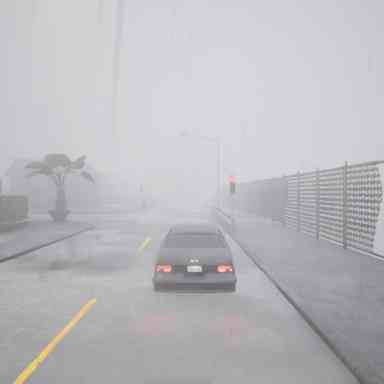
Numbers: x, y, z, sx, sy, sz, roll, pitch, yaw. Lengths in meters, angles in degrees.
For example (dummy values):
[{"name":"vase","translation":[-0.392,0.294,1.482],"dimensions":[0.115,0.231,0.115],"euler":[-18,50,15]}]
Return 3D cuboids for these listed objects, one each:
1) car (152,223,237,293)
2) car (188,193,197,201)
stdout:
[{"name":"car","translation":[0.072,1.547,8.996],"dimensions":[2.033,1.411,5.357],"euler":[0,0,1]},{"name":"car","translation":[0.081,1.225,85.849],"dimensions":[2.150,2.045,5.566],"euler":[0,0,0]}]
